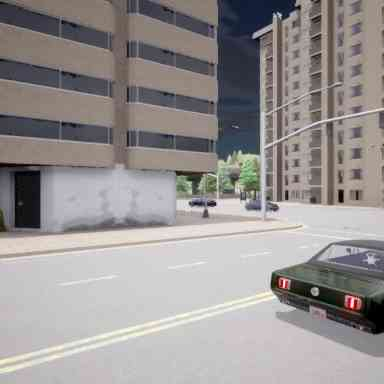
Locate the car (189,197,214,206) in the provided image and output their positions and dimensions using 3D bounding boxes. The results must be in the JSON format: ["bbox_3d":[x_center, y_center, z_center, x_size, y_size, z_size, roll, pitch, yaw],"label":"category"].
[{"bbox_3d":[1.511,1.564,54.339,1.994,1.385,4.181,0,0,-36],"label":"car"}]

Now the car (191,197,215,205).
[{"bbox_3d":[1.859,1.601,59.889,1.895,1.301,4.718,0,0,-35],"label":"car"}]

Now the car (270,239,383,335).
[{"bbox_3d":[3.797,1.601,6.483,4.718,1.301,1.895,0,0,-35],"label":"car"}]

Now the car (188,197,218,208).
[{"bbox_3d":[1.543,1.601,48.036,1.895,1.301,4.718,0,0,-36],"label":"car"}]

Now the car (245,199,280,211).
[{"bbox_3d":[8.141,1.564,38.904,1.994,1.385,4.181,0,0,-36],"label":"car"}]
